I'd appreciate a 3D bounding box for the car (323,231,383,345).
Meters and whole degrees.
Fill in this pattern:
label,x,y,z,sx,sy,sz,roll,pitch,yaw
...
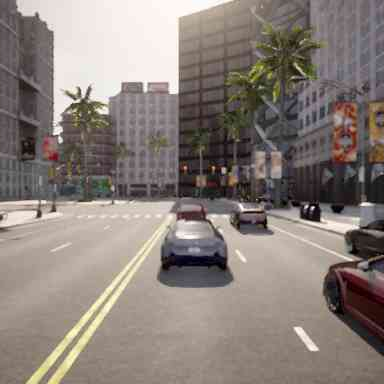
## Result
label,x,y,z,sx,sy,sz,roll,pitch,yaw
car,3.586,1.560,4.923,1.994,1.385,4.181,0,0,0

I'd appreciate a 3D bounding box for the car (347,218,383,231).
label,x,y,z,sx,sy,sz,roll,pitch,yaw
car,6.656,1.505,10.496,2.161,1.482,4.786,0,0,-1

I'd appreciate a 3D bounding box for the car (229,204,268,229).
label,x,y,z,sx,sy,sz,roll,pitch,yaw
car,3.514,1.474,21.179,2.128,1.511,4.902,0,0,0

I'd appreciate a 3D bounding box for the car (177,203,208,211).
label,x,y,z,sx,sy,sz,roll,pitch,yaw
car,0.009,1.460,21.633,1.882,1.535,5.008,0,0,2

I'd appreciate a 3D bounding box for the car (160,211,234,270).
label,x,y,z,sx,sy,sz,roll,pitch,yaw
car,0.062,1.553,11.037,1.994,1.385,4.181,0,0,0
